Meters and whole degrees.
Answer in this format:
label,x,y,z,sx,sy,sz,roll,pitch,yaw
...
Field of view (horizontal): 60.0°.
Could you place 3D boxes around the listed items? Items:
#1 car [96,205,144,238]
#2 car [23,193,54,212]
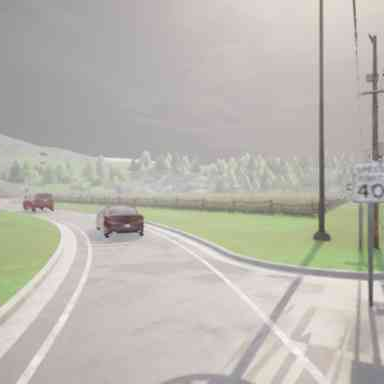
label,x,y,z,sx,sy,sz,roll,pitch,yaw
car,-3.901,1.399,17.590,1.882,1.535,5.008,0,0,-22
car,-17.221,1.101,37.245,2.150,2.045,5.566,-1,0,-40
